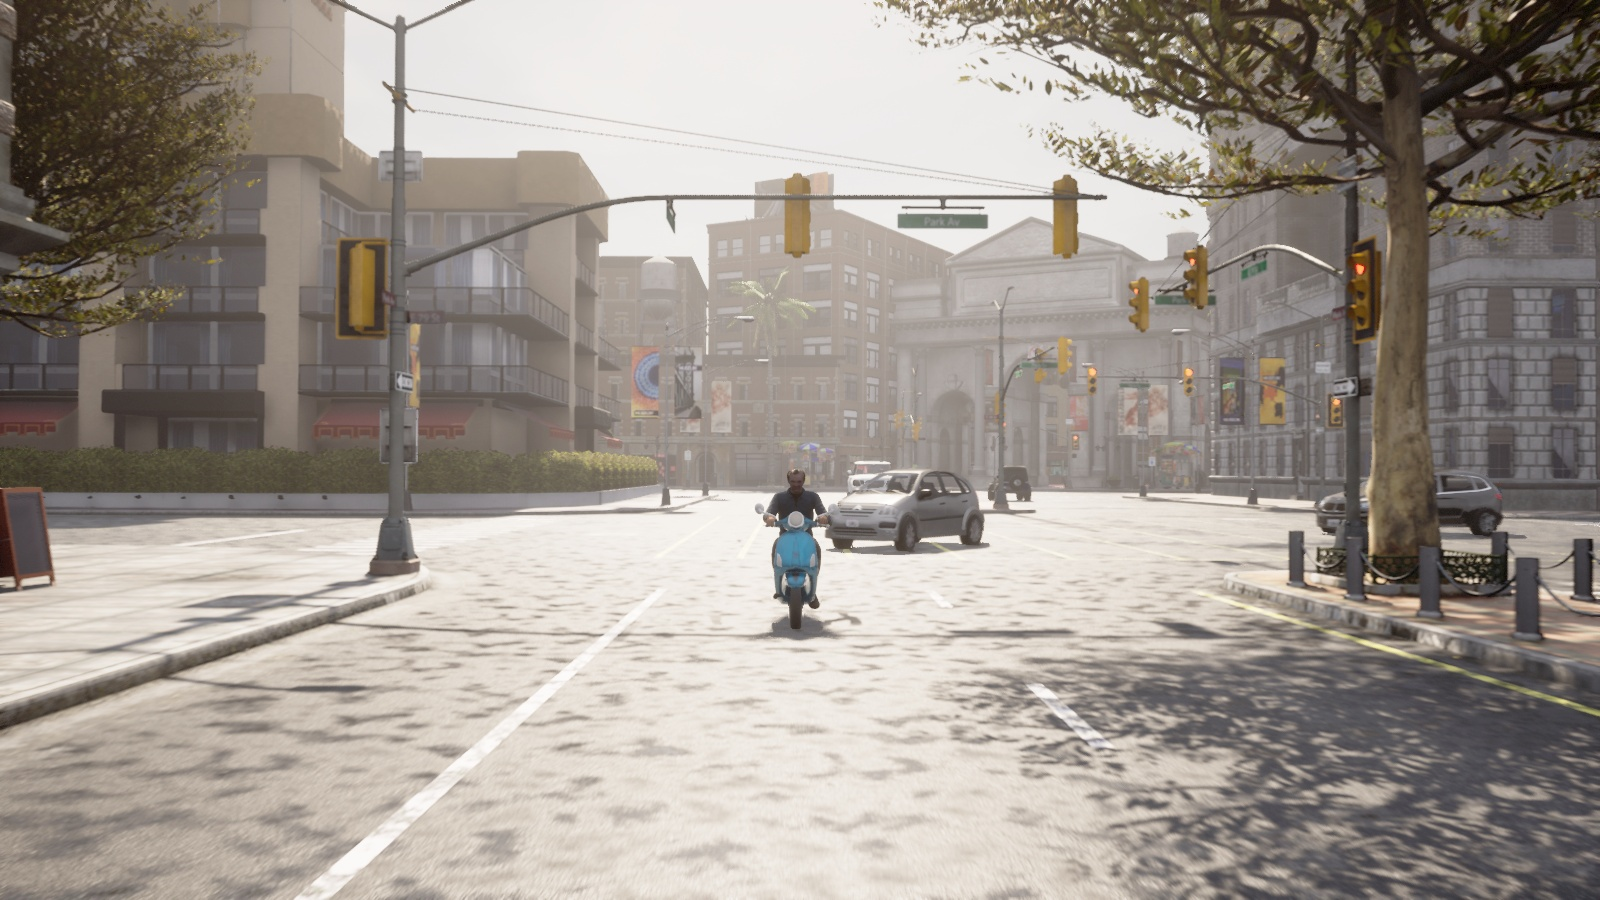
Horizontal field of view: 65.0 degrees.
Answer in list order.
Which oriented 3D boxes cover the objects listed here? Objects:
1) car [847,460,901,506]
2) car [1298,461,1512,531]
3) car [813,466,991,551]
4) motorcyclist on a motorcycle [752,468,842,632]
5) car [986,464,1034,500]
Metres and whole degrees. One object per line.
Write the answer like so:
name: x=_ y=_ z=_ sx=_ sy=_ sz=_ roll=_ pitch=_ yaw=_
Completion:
car: x=3.353 y=1.493 z=58.100 sx=2.150 sy=2.045 sz=5.566 roll=0 pitch=-1 yaw=0
car: x=15.335 y=1.132 z=31.894 sx=4.611 sy=1.667 sz=2.242 roll=0 pitch=-1 yaw=-18
car: x=2.174 y=1.138 z=25.912 sx=1.851 sy=1.617 sz=3.988 roll=-1 pitch=-1 yaw=36
motorcyclist on a motorcycle: x=-0.033 y=0.988 z=13.115 sx=0.866 sy=1.590 sz=1.817 roll=0 pitch=-1 yaw=0
car: x=11.329 y=1.702 z=67.902 sx=1.905 sy=1.878 sz=3.866 roll=0 pitch=-1 yaw=0
